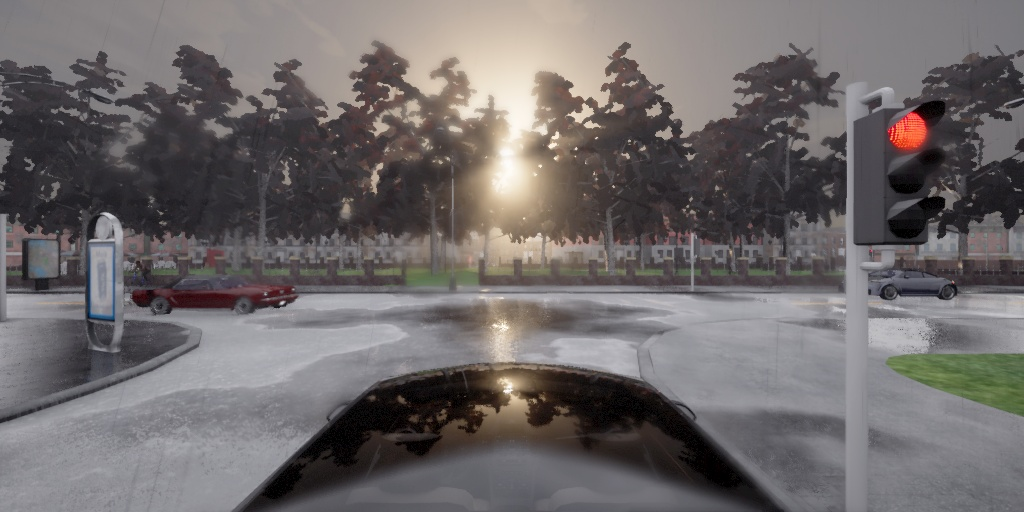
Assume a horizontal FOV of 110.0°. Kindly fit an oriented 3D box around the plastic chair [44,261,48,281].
[{"bbox_3d":[-40.212,1.293,31.512,0.730,1.272,0.750,0,0,-40],"label":"plastic chair"}]

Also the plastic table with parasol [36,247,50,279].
[{"bbox_3d":[-43.602,0.620,34.901,2.482,2.480,2.482,0,0,-39],"label":"plastic table with parasol"}]

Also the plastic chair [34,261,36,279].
[{"bbox_3d":[-44.610,1.295,34.151,0.730,1.272,0.750,0,0,-41],"label":"plastic chair"}]

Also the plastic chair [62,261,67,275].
[{"bbox_3d":[-38.279,1.306,31.284,0.750,1.272,0.730,0,0,-35],"label":"plastic chair"}]

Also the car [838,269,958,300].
[{"bbox_3d":[18.249,1.314,17.080,4.181,1.385,1.994,0,0,0],"label":"car"}]

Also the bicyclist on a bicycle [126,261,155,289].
[{"bbox_3d":[-22.028,1.099,21.269,0.582,1.620,1.656,0,0,0],"label":"bicyclist on a bicycle"}]

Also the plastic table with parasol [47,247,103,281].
[{"bbox_3d":[-39.181,0.694,32.257,2.482,2.480,2.482,0,0,-40],"label":"plastic table with parasol"}]

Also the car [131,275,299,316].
[{"bbox_3d":[-10.366,1.351,12.787,4.718,1.301,1.895,0,0,2],"label":"car"}]

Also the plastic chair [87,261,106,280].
[{"bbox_3d":[-38.183,1.296,32.990,0.730,1.272,0.750,0,0,-40],"label":"plastic chair"}]
